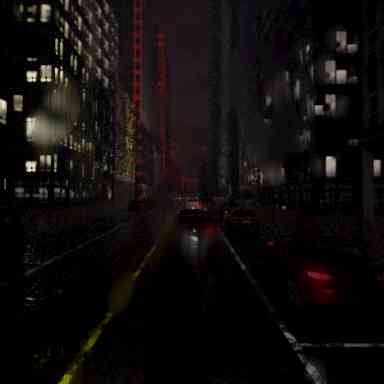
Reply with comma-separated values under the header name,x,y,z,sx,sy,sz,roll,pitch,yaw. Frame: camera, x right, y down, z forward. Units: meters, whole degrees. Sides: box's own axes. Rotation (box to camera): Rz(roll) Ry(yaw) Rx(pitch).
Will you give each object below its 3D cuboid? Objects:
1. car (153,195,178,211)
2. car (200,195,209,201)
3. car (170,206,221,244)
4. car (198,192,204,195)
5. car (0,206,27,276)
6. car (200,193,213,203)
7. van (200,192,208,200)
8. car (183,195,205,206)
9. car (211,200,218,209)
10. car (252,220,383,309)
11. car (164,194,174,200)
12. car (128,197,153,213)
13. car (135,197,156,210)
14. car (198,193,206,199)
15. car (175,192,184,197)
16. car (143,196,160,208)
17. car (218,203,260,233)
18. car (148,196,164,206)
name,x,y,z,sx,sy,sz,roll,pitch,yaw
car,-3.058,1.386,38.532,2.033,1.411,5.357,0,0,0
car,2.785,1.274,74.457,1.802,1.307,4.206,1,0,0
car,0.108,1.537,15.285,1.895,1.301,4.718,0,0,0
car,2.777,1.052,63.302,2.192,1.841,5.009,1,0,0
car,-5.665,1.283,7.476,2.192,1.841,5.009,1,0,0
car,2.767,1.305,57.725,1.887,1.381,4.507,1,0,0
van,2.796,1.010,80.033,1.690,1.788,3.998,1,0,0
car,0.136,1.377,35.581,1.812,1.442,4.674,0,0,0
car,2.729,1.465,24.262,1.947,1.339,4.313,1,0,0
car,2.709,1.550,7.530,1.802,1.307,4.206,1,0,0
car,-5.589,1.220,79.953,2.008,1.369,4.403,1,0,0
car,-5.639,1.396,35.352,1.887,1.381,4.507,1,0,0
car,-5.632,1.379,40.928,2.008,1.369,4.403,1,0,0
car,2.806,1.065,91.187,1.967,1.590,4.097,1,0,0
car,-2.914,0.642,79.243,2.097,1.767,4.553,0,0,0
car,-5.626,1.350,46.503,1.887,1.381,4.507,1,0,0
car,2.724,1.447,18.855,1.752,1.417,4.829,1,0,0
car,-5.620,1.333,52.078,2.008,1.369,4.403,1,0,0
